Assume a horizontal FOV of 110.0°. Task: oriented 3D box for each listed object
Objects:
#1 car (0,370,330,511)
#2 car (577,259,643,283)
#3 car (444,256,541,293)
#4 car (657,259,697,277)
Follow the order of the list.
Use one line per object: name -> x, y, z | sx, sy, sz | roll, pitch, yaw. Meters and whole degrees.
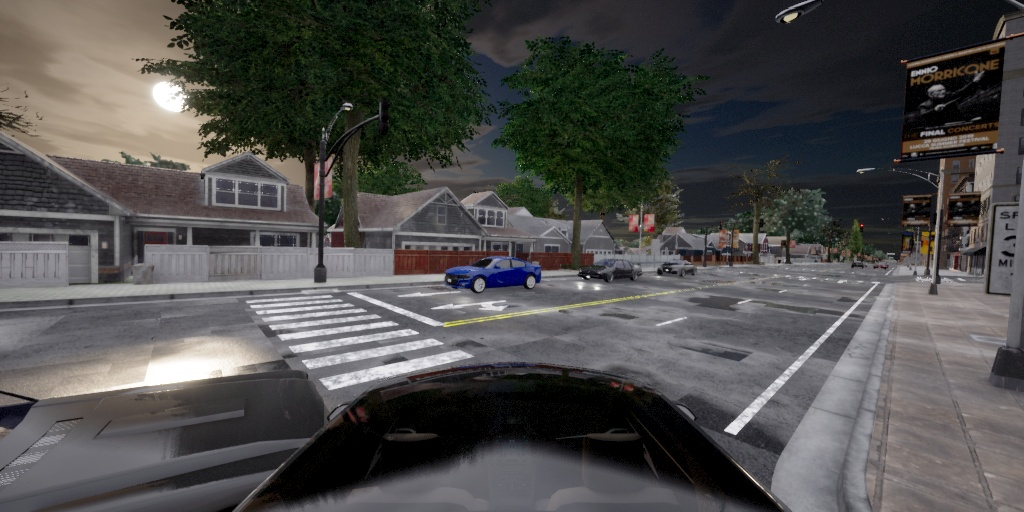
car -> -3.325, 1.280, 1.540 | 4.718, 1.301, 1.895 | 1, 2, -33
car -> 6.560, 0.889, 23.415 | 5.357, 1.411, 2.033 | 0, 3, -43
car -> -0.768, 0.762, 16.667 | 5.008, 1.535, 1.882 | 0, 3, -43
car -> 13.920, 0.966, 30.164 | 4.181, 1.385, 1.994 | 0, 3, -43
